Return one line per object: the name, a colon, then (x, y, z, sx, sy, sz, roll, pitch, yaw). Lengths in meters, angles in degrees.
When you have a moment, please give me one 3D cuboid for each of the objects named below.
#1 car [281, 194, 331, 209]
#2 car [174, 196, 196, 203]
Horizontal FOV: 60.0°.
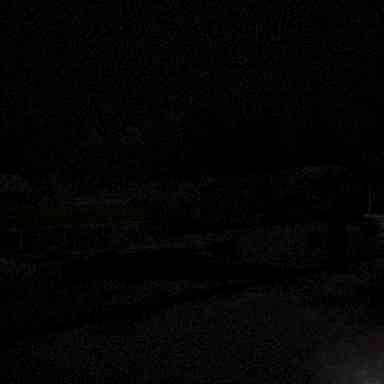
car: (12.293, 1.221, 36.312, 2.150, 2.045, 5.566, 0, 0, -35)
car: (-1.141, 1.507, 55.608, 1.837, 1.490, 4.892, 0, -1, -35)
